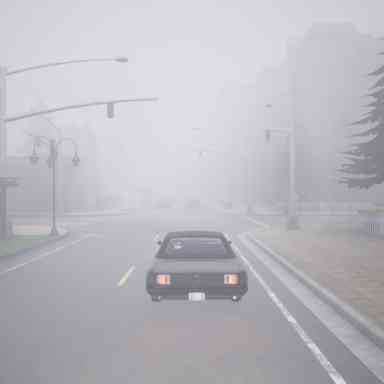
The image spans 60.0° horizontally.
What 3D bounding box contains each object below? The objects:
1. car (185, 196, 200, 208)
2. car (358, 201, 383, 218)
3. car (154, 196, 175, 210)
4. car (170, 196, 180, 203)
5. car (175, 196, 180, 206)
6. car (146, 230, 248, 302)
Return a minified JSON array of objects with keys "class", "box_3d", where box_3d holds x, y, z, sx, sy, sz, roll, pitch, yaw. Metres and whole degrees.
[{"class":"car","box_3d":[0.086,1.348,48.067,2.097,1.767,4.553,0,0,0]},{"class":"car","box_3d":[16.861,1.491,28.536,5.008,1.535,1.882,0,0,-2]},{"class":"car","box_3d":[-3.606,1.523,42.705,1.812,1.442,4.674,0,0,1]},{"class":"car","box_3d":[-3.521,1.538,70.764,1.994,1.385,4.181,0,0,0]},{"class":"car","box_3d":[-3.589,1.596,56.492,1.895,1.301,4.718,0,0,0]},{"class":"car","box_3d":[0.067,1.600,8.220,1.895,1.301,4.718,0,0,-1]}]
